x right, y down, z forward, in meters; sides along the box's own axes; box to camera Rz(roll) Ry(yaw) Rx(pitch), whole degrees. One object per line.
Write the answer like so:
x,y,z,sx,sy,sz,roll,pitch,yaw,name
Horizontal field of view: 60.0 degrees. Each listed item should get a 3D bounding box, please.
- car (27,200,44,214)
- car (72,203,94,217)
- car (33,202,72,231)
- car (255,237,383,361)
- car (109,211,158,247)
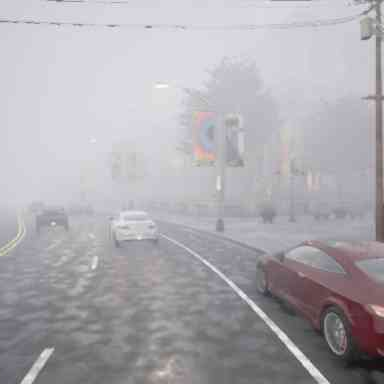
-17.891,1.704,38.554,1.837,1.490,4.892,0,0,-28,car
-11.327,1.756,33.633,1.895,1.301,4.718,0,0,-28,car
-9.207,1.614,21.791,1.837,1.490,4.892,0,0,-25,car
2.626,1.528,5.901,2.002,1.452,4.674,0,0,-8,car
-2.798,1.587,15.481,1.812,1.442,4.674,0,0,-18,car
